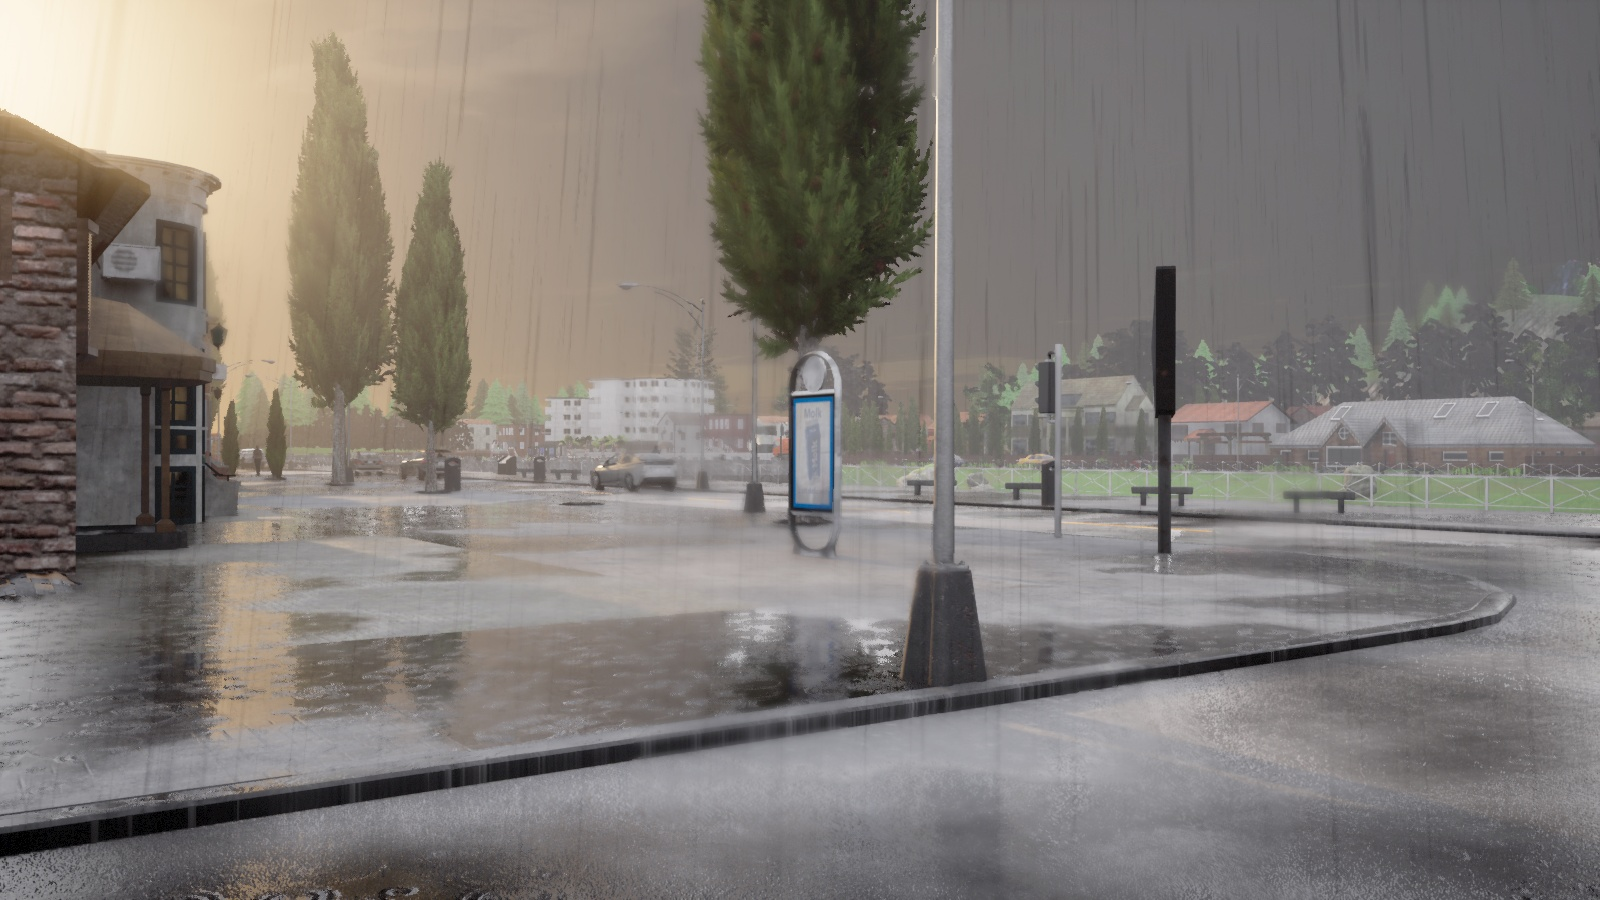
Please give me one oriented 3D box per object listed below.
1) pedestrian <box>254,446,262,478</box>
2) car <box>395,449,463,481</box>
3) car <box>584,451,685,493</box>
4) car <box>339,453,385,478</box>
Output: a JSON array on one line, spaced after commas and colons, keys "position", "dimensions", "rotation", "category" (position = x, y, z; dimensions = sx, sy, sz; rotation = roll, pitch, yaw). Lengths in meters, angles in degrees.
[{"position": [-31.685, 0.701, 73.395], "dimensions": [0.331, 1.846, 0.634], "rotation": [0, 0, -16], "category": "pedestrian"}, {"position": [-20.341, 0.800, 68.670], "dimensions": [2.242, 1.667, 4.611], "rotation": [0, 0, -35], "category": "car"}, {"position": [-6.440, 0.824, 48.445], "dimensions": [2.007, 1.525, 4.514], "rotation": [0, 0, -34], "category": "car"}, {"position": [-27.693, 0.976, 79.364], "dimensions": [1.789, 1.549, 3.705], "rotation": [0, 0, -34], "category": "car"}]
